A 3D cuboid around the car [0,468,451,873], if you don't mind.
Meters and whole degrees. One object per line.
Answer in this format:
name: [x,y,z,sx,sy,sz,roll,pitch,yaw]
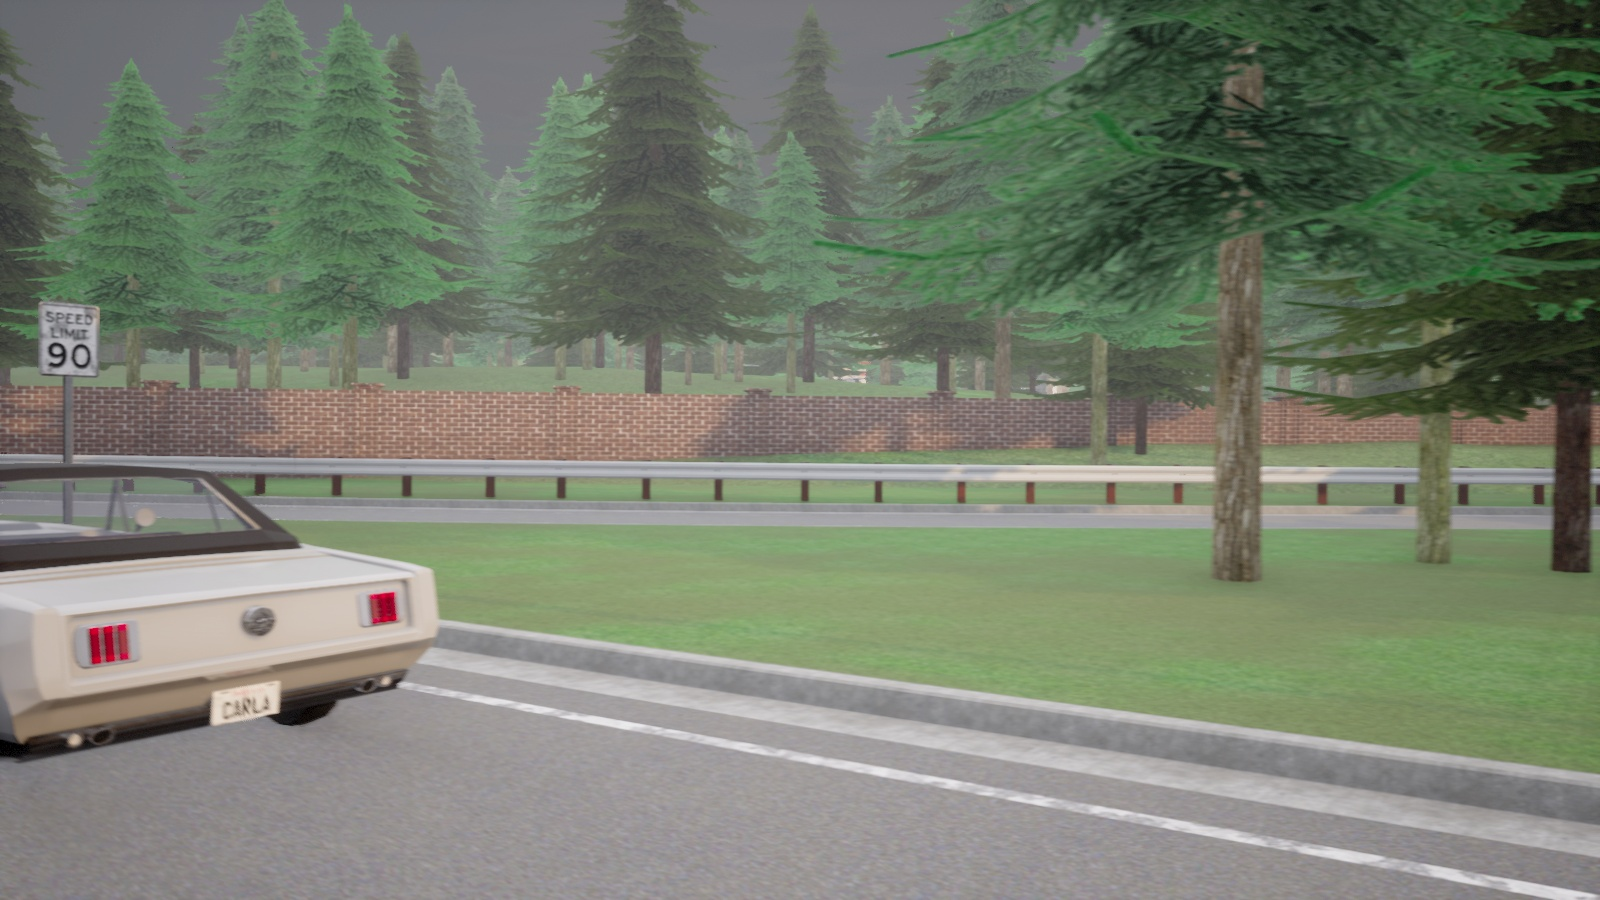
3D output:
car: [-4.124,0.784,6.398,4.718,1.301,1.895,0,1,34]
